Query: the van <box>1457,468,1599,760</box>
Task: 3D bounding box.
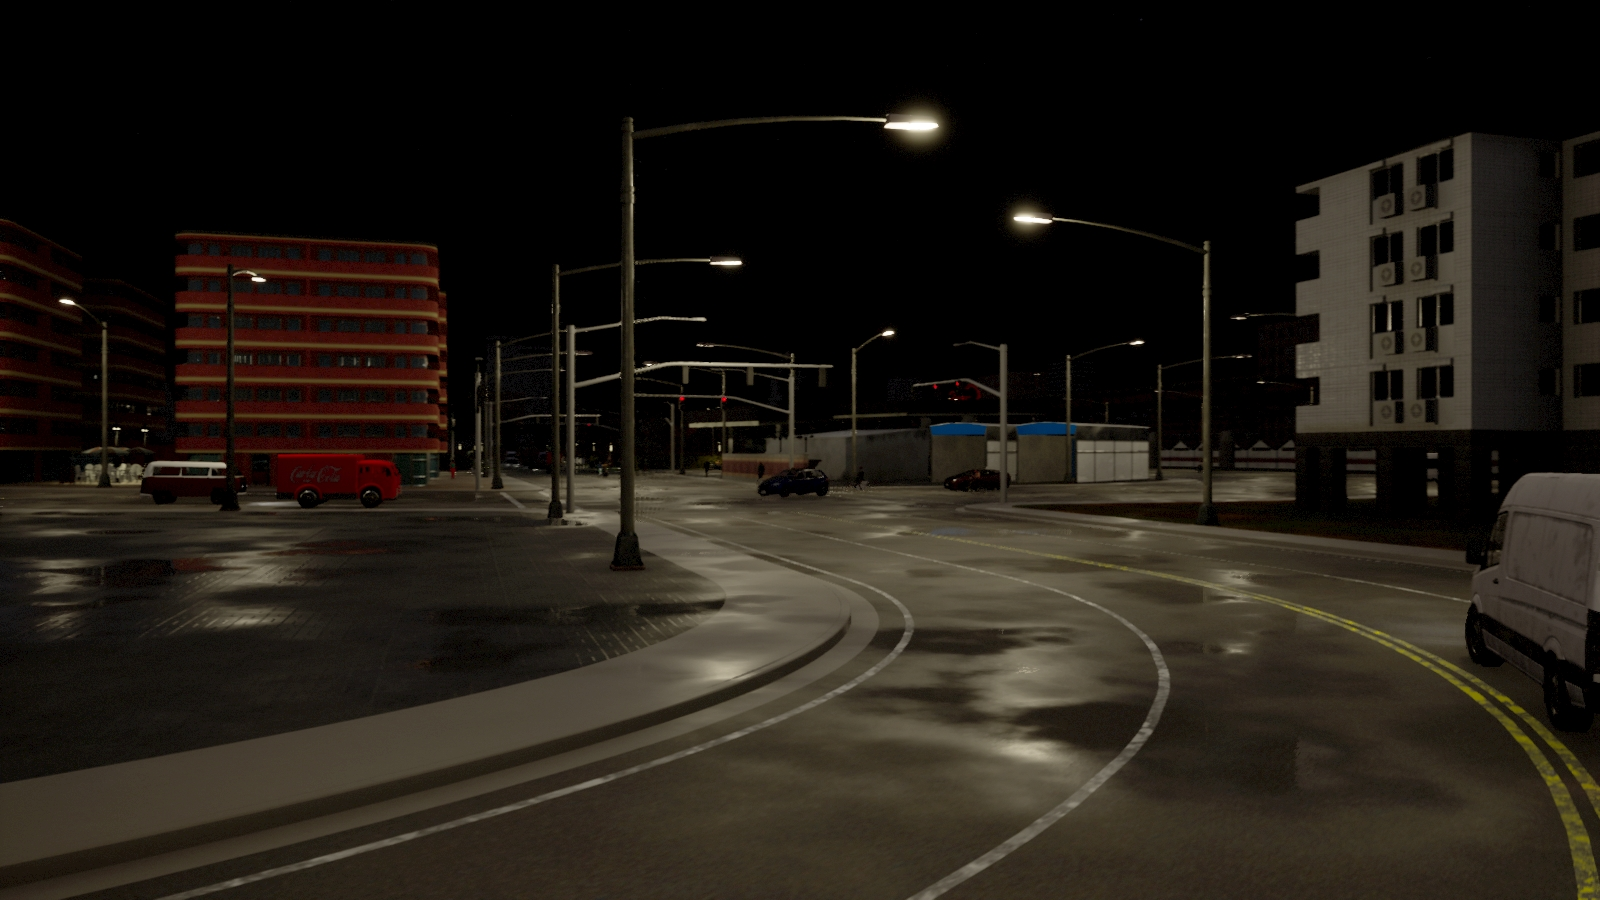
[{"bbox_3d":[9.111,1.533,12.829,1.988,2.561,5.915,0,0,20],"label":"van"}]
